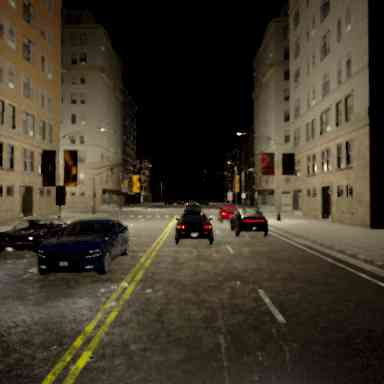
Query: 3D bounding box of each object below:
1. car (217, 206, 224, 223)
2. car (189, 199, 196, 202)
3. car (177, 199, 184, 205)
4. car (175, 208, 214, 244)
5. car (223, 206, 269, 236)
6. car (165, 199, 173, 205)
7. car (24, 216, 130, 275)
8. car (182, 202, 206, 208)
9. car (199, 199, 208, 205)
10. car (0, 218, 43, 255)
[{"bbox_3d":[3.257,1.934,29.261,1.812,1.442,4.674,0,-1,0],"label":"car"},{"bbox_3d":[0.021,2.760,87.895,1.895,1.301,4.718,0,-1,0],"label":"car"},{"bbox_3d":[-3.228,2.746,93.728,1.882,1.535,5.008,0,-1,0],"label":"car"},{"bbox_3d":[0.105,1.764,17.126,1.812,1.442,4.674,0,-1,0],"label":"car"},{"bbox_3d":[3.344,1.772,20.168,2.128,1.511,4.902,0,-1,0],"label":"car"},{"bbox_3d":[-6.478,2.808,93.728,2.033,1.411,5.357,0,-1,0],"label":"car"},{"bbox_3d":[-3.347,1.633,11.158,1.882,1.535,5.008,0,-1,0],"label":"car"},{"bbox_3d":[0.107,1.951,30.469,1.812,1.442,4.674,0,-1,0],"label":"car"},{"bbox_3d":[3.271,2.705,87.865,2.033,1.411,5.357,0,-1,0],"label":"car"},{"bbox_3d":[-6.596,1.800,14.269,1.895,1.301,4.718,0,-1,0],"label":"car"}]
